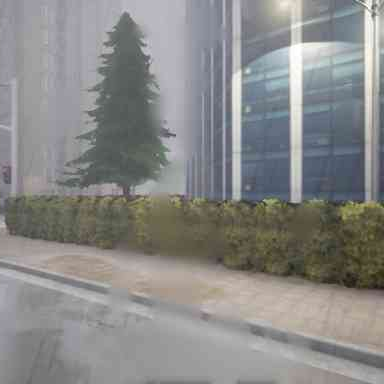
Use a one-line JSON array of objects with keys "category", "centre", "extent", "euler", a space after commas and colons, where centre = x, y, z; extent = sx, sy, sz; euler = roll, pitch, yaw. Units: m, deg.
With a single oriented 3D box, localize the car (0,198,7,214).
[{"category": "car", "centre": [-18.878, 1.352, 32.090], "extent": [2.097, 1.767, 4.553], "euler": [0, 0, 36]}]
